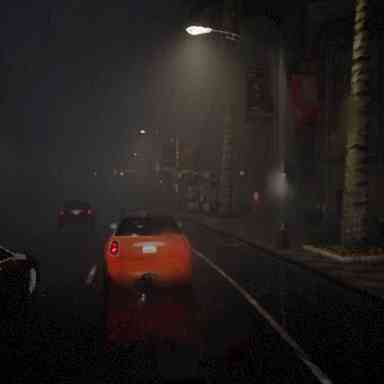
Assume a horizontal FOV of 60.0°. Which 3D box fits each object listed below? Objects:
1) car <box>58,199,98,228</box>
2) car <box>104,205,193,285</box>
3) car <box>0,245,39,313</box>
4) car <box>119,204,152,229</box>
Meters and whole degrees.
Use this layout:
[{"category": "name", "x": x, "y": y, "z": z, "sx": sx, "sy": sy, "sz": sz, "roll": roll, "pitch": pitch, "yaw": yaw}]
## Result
[{"category": "car", "x": -7.418, "y": 1.288, "z": 22.017, "sx": 2.097, "sy": 1.767, "sz": 4.553, "roll": 0, "pitch": 0, "yaw": -13}, {"category": "car", "x": -1.300, "y": 1.323, "z": 9.662, "sx": 2.097, "sy": 1.767, "sz": 4.553, "roll": 0, "pitch": 0, "yaw": -9}, {"category": "car", "x": -4.055, "y": 1.491, "z": 5.348, "sx": 1.837, "sy": 1.490, "sz": 4.892, "roll": 0, "pitch": 0, "yaw": -7}, {"category": "car", "x": -3.849, "y": 1.535, "z": 22.129, "sx": 1.895, "sy": 1.301, "sz": 4.718, "roll": 0, "pitch": 0, "yaw": -13}]
